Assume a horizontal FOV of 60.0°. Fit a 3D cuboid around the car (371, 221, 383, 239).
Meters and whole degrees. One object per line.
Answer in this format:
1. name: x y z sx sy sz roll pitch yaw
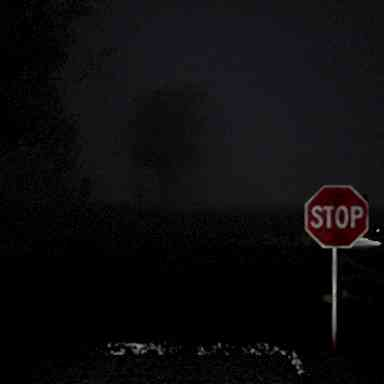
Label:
1. car: 11.184 1.758 16.354 4.181 1.385 1.994 1 0 2
